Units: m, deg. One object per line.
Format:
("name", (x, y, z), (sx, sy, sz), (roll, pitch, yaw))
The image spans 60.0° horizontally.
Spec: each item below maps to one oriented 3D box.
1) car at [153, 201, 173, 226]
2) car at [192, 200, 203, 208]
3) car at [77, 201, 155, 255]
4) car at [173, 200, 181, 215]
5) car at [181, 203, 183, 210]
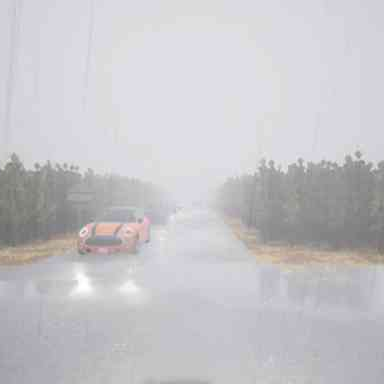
("car", (-2.809, 1.499, 24.510), (2.097, 1.767, 4.553), (0, 0, 1))
("car", (1.048, 2.224, 62.263), (2.033, 1.411, 5.357), (0, -1, 1))
("car", (-2.973, 1.414, 13.496), (2.097, 1.767, 4.553), (0, -1, 1))
("car", (-2.629, 1.727, 36.123), (1.994, 1.385, 4.181), (0, -1, 1))
("car", (-2.447, 1.933, 47.123), (1.812, 1.442, 4.674), (0, -2, 1))
